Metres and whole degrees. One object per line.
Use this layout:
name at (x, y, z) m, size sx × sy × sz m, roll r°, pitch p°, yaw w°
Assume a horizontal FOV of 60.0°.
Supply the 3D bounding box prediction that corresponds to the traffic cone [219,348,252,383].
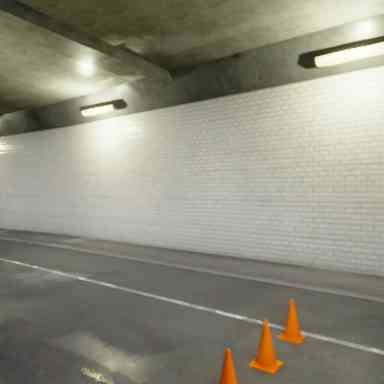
traffic cone at (0.376, 1.954, 3.518) m, size 0.340 × 0.580 × 0.340 m, roll 0°, pitch 0°, yaw 36°

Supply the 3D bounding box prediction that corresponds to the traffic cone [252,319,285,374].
traffic cone at (0.958, 1.955, 4.331) m, size 0.340 × 0.580 × 0.340 m, roll 0°, pitch 0°, yaw 36°

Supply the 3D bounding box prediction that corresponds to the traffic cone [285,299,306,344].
traffic cone at (1.539, 1.955, 5.145) m, size 0.340 × 0.580 × 0.340 m, roll 0°, pitch 0°, yaw 36°
